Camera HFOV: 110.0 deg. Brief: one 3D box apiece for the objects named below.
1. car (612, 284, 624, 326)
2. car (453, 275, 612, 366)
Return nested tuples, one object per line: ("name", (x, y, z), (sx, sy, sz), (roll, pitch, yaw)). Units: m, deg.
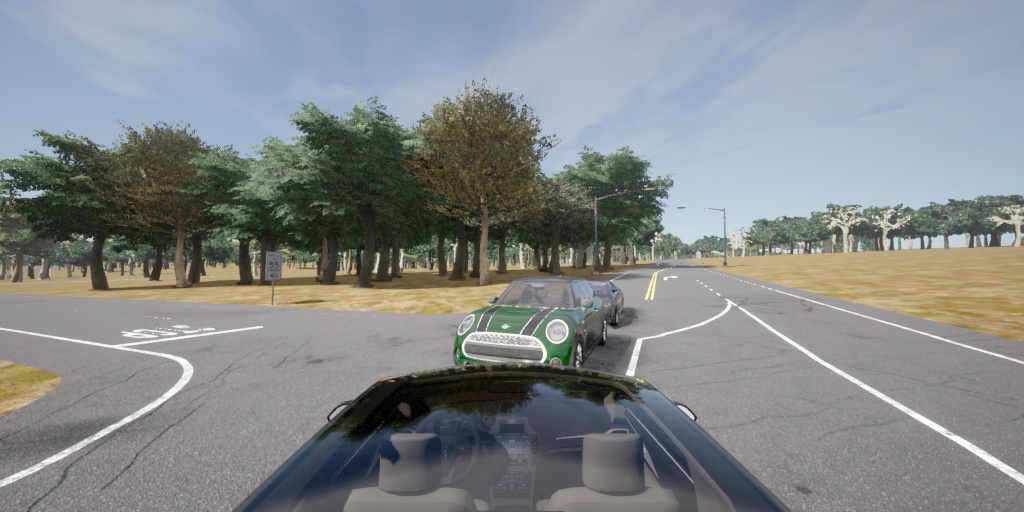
("car", (2.884, 1.555, 12.941), (1.994, 1.385, 4.181), (-2, 0, 22))
("car", (0.668, 1.223, 7.505), (2.097, 1.767, 4.553), (-1, -2, 22))
